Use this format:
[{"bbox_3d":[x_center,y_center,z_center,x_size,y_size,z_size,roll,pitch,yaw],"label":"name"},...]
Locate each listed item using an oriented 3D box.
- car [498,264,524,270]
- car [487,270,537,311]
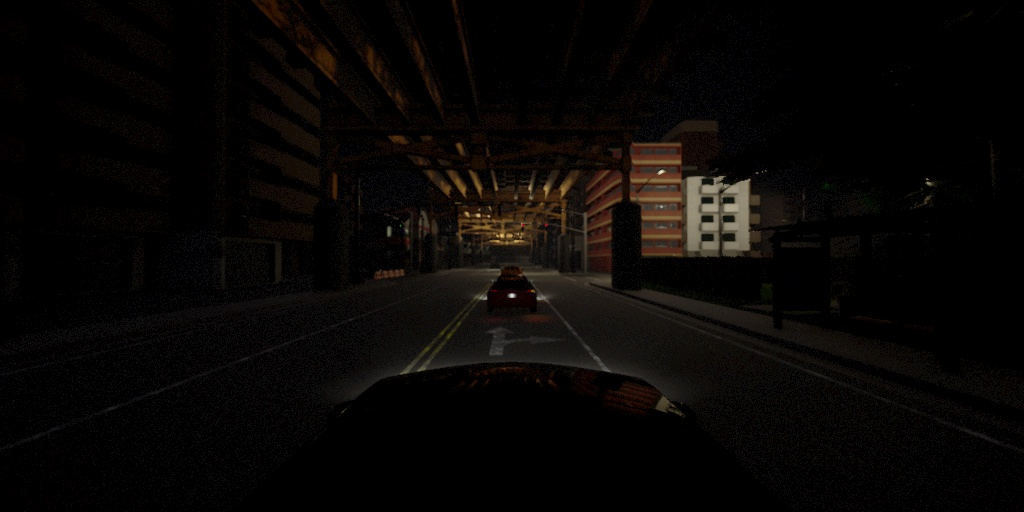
[{"bbox_3d":[0.014,1.550,31.080,1.882,1.535,5.008,0,0,1],"label":"car"},{"bbox_3d":[0.011,1.464,15.284,1.994,1.385,4.181,0,-1,0],"label":"car"}]
